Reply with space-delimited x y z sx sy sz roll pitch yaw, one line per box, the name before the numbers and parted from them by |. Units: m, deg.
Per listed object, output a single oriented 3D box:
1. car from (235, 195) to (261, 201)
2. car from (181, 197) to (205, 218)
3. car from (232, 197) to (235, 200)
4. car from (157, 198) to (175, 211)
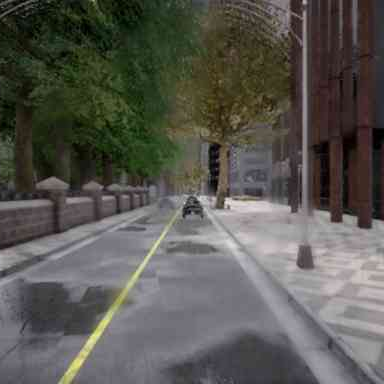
car | 12.351 1.352 71.894 4.829 1.417 1.752 -1 1 0
car | 0.085 1.484 30.371 1.837 1.490 4.892 0 0 0
car | 12.034 1.347 80.420 4.829 1.417 1.752 -1 1 0
car | -3.085 1.508 41.195 1.812 1.442 4.674 0 0 0
